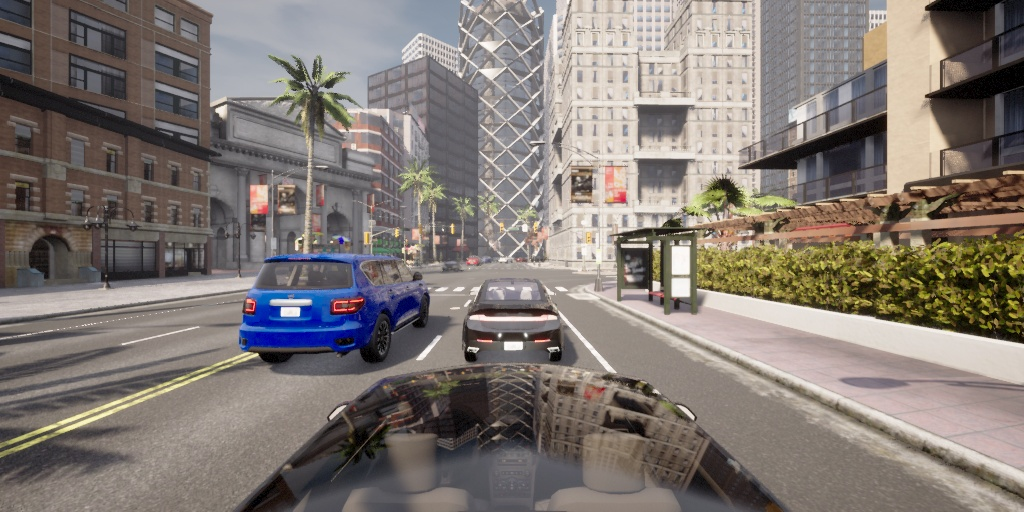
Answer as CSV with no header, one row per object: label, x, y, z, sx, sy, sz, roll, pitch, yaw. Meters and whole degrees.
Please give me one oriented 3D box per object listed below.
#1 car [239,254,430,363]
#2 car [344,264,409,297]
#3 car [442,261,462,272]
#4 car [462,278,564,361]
car,-3.489,0.971,8.313,2.150,2.045,5.566,0,0,0
car,-7.276,1.255,19.873,1.837,1.490,4.892,0,0,-1
car,-7.553,1.314,45.260,1.994,1.385,4.181,0,0,-1
car,0.013,1.242,8.228,2.128,1.511,4.902,0,0,0
